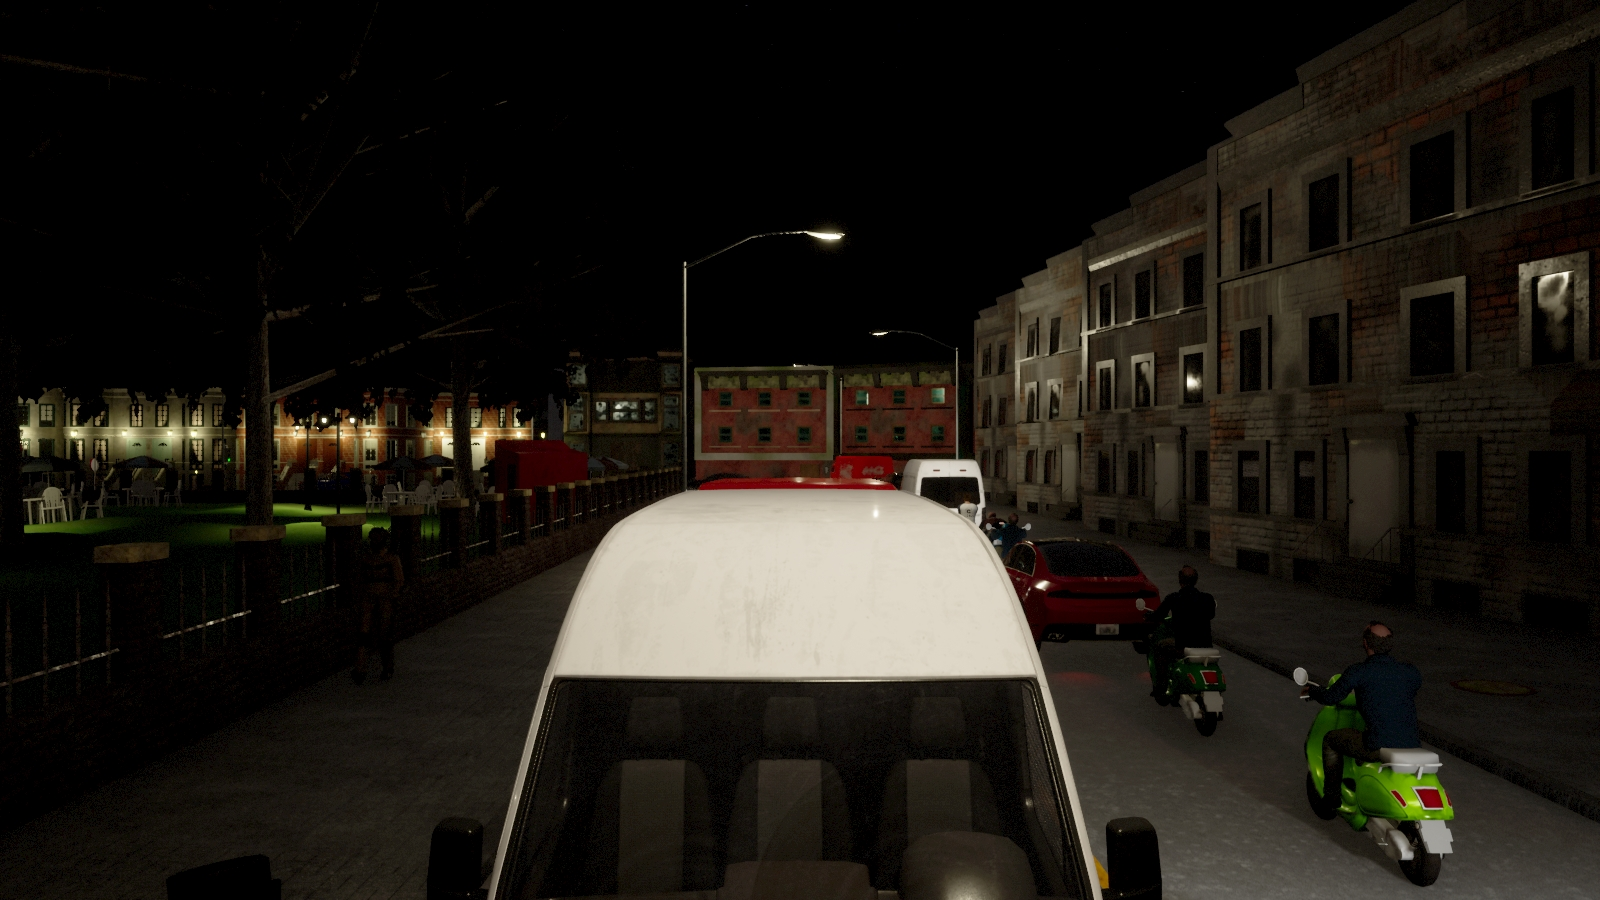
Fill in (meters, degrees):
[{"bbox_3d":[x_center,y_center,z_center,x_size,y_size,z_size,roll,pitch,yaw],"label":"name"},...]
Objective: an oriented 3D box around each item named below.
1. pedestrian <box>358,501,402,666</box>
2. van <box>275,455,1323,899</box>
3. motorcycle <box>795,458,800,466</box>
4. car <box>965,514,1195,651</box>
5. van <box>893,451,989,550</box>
[{"bbox_3d":[-4.834,1.525,13.155,0.375,1.860,0.375,0,0,0],"label":"pedestrian"},{"bbox_3d":[-0.006,1.314,5.127,1.988,2.561,5.915,0,0,0],"label":"van"},{"bbox_3d":[-0.384,1.962,183.190,0.856,1.236,1.805,0,0,0],"label":"motorcycle"},{"bbox_3d":[3.953,1.841,17.118,2.231,1.480,4.892,0,0,0],"label":"car"},{"bbox_3d":[3.906,1.314,32.634,1.988,2.561,5.915,0,0,0],"label":"van"}]
